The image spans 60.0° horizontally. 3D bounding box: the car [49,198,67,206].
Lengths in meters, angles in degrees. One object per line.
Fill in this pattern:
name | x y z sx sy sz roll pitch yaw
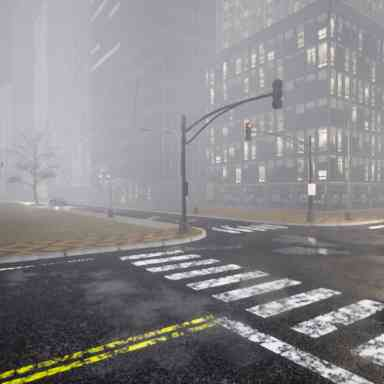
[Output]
car | -21.808 1.606 54.157 1.895 1.301 4.718 0 0 -35
